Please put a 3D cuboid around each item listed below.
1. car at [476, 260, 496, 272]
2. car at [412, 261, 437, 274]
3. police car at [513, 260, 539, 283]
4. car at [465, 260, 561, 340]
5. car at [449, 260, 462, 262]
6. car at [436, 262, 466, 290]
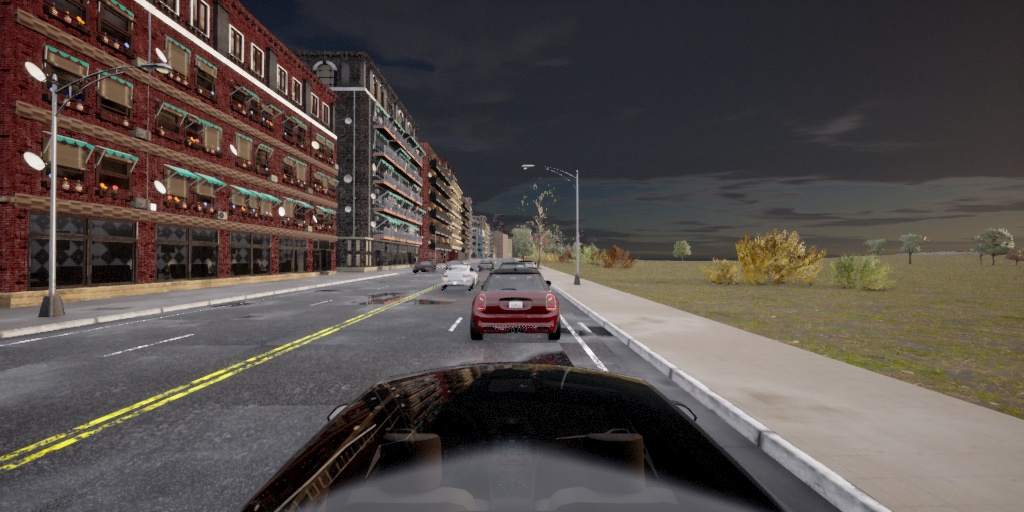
[{"bbox_3d":[-3.242,1.242,45.732,2.128,1.511,4.902,0,0,0],"label":"car"},{"bbox_3d":[-9.935,1.301,41.291,2.033,1.411,5.357,0,0,0],"label":"car"},{"bbox_3d":[1.079,1.179,29.369,1.930,1.638,5.238,0,0,0],"label":"police car"},{"bbox_3d":[0.075,1.104,10.100,2.097,1.767,4.553,0,0,0],"label":"car"},{"bbox_3d":[-6.686,1.258,42.143,1.837,1.490,4.892,0,0,0],"label":"car"},{"bbox_3d":[-3.195,1.279,22.381,1.812,1.442,4.674,0,0,0],"label":"car"}]
